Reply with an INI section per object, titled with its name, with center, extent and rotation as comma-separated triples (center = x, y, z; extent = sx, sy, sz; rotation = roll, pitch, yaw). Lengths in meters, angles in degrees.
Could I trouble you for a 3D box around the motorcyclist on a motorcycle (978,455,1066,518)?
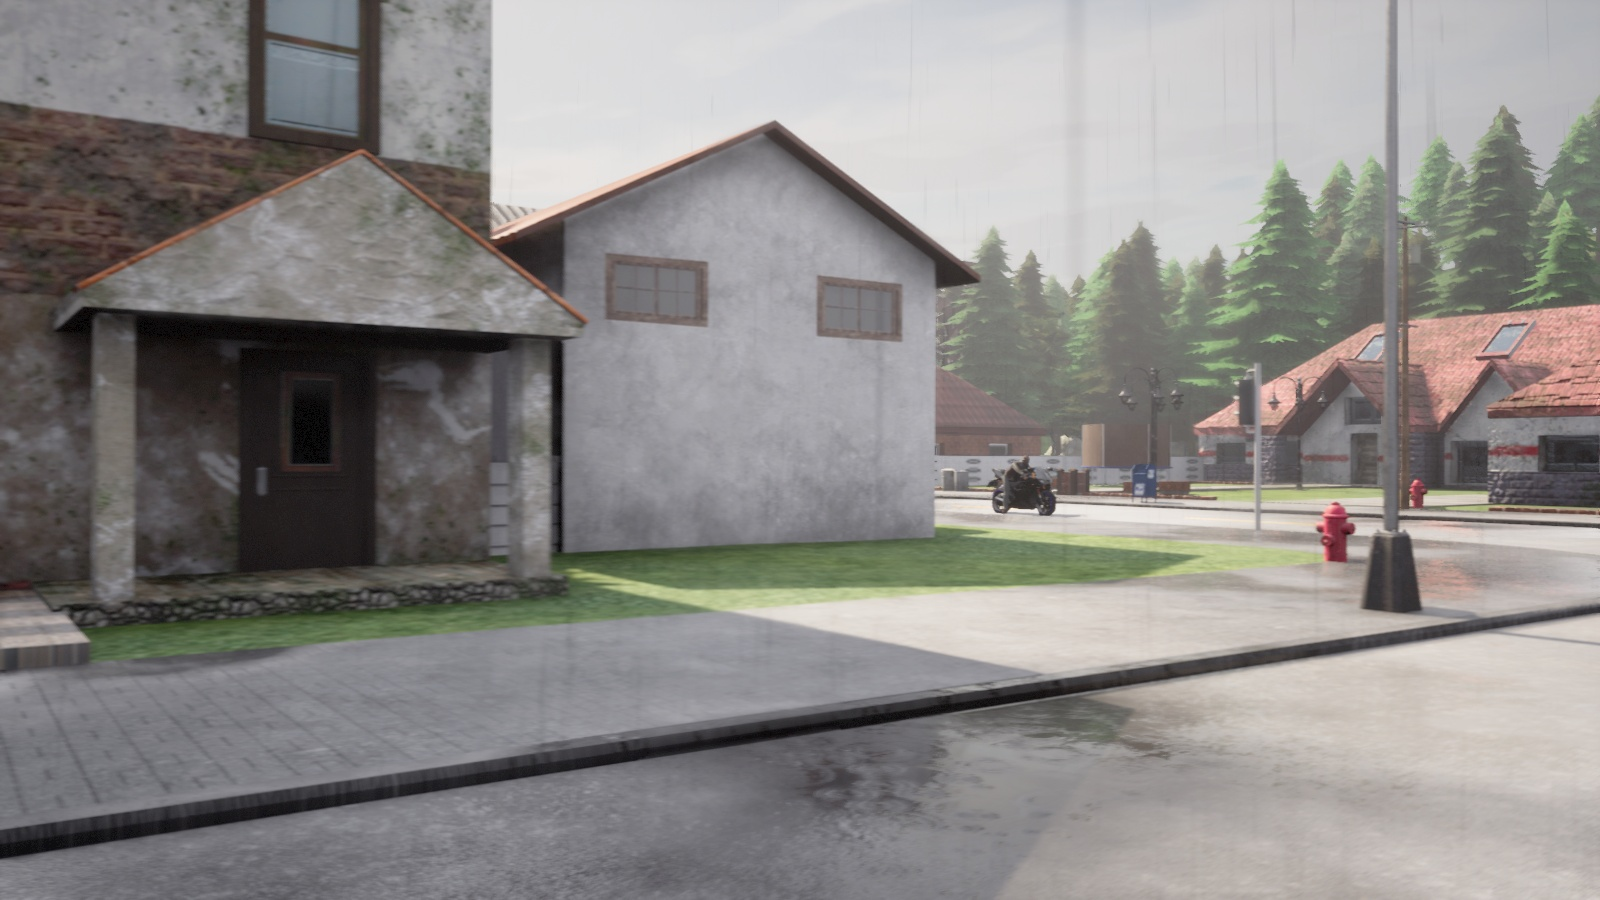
[motorcyclist on a motorcycle]
center = 5.554, 0.882, 31.529
extent = 0.866, 1.530, 2.191
rotation = 0, 0, -35
